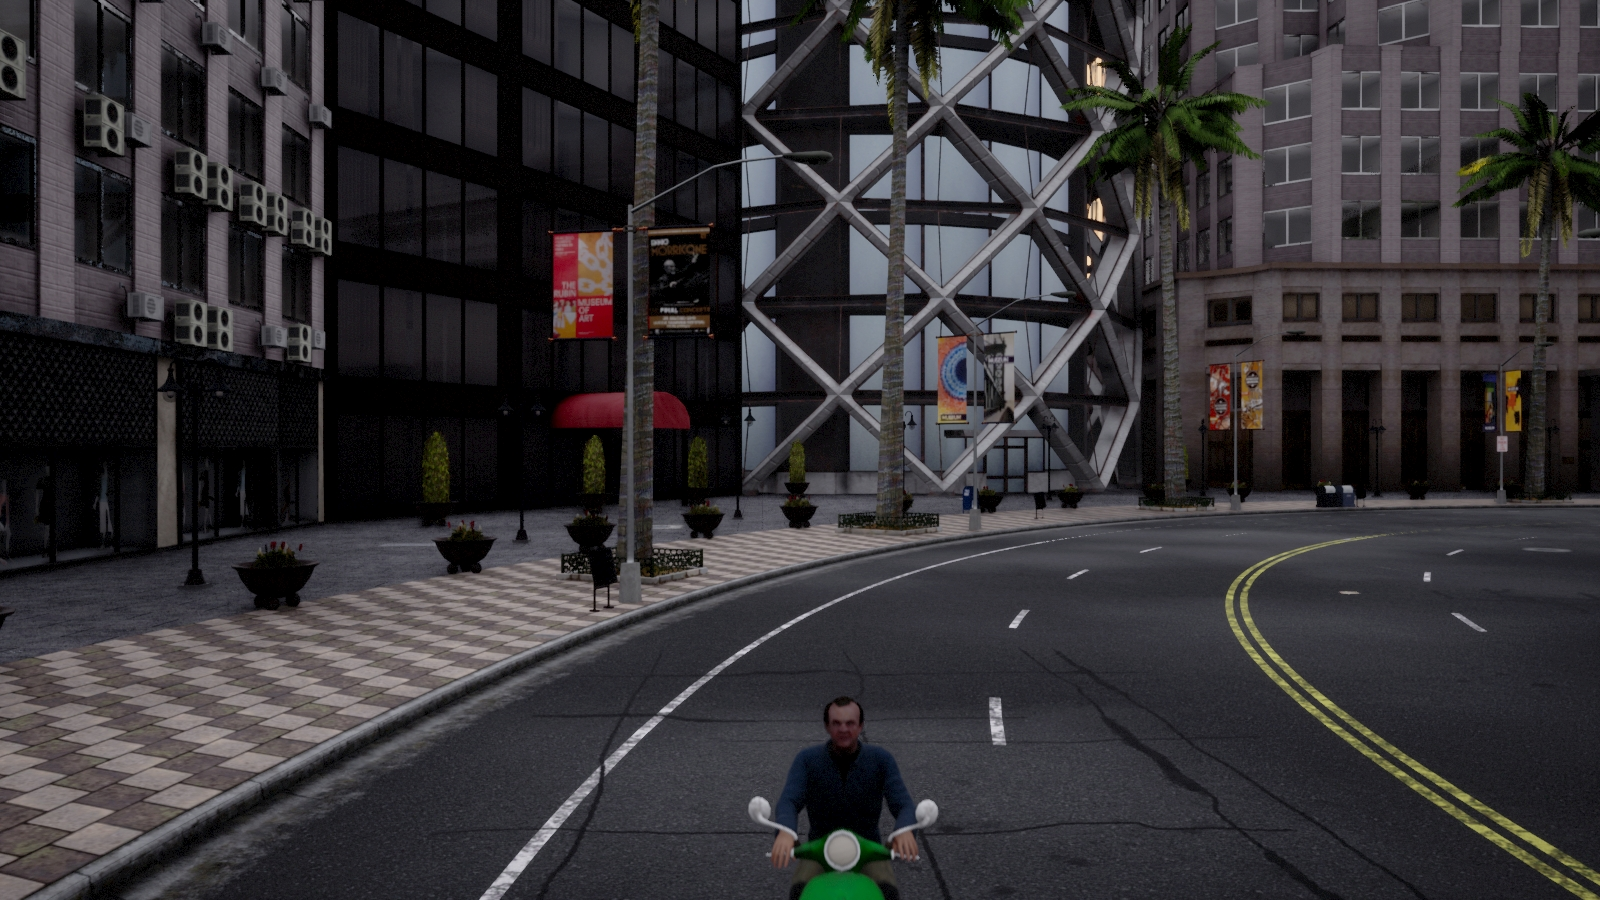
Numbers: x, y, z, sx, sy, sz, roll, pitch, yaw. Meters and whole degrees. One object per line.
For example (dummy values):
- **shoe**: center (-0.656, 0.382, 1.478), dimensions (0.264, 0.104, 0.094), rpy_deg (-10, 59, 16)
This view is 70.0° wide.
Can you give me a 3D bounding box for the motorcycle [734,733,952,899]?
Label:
- **motorcycle**: center (0.216, 2.182, 5.389), dimensions (0.856, 1.236, 1.805), rpy_deg (0, 0, 3)
